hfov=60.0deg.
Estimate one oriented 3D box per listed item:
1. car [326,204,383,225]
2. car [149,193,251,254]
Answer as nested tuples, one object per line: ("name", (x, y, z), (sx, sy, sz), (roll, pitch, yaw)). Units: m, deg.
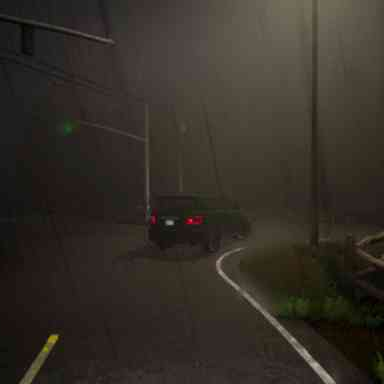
("car", (10.799, 1.378, 20.284), (4.718, 1.301, 1.895), (0, 1, 0))
("car", (0.478, 1.082, 13.222), (2.150, 2.045, 5.566), (-2, 0, 26))
